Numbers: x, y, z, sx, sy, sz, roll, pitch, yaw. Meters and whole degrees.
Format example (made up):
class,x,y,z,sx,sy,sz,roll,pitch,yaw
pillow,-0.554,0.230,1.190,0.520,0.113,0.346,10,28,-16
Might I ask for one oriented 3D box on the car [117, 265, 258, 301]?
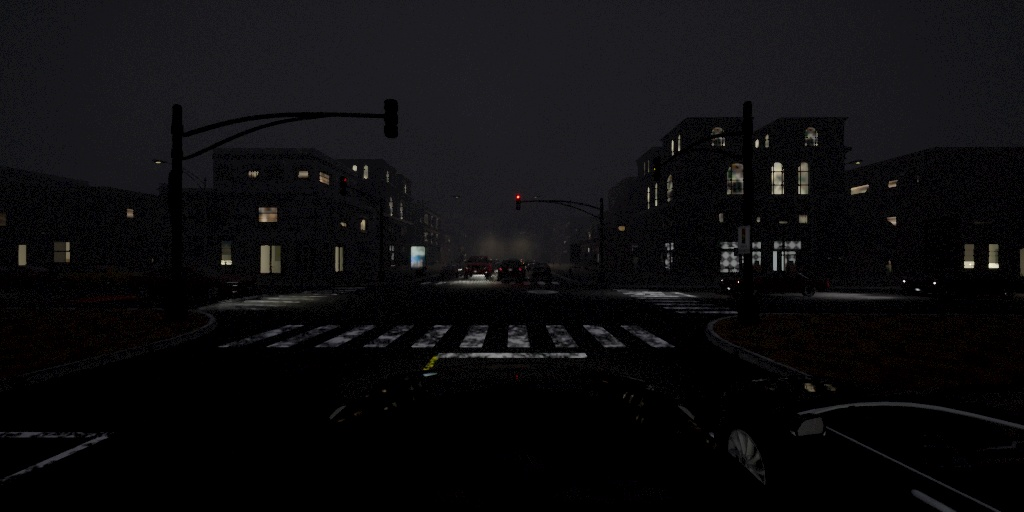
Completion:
class,x,y,z,sx,sy,sz,roll,pitch,yaw
car,-14.438,1.163,16.398,5.008,1.535,1.882,0,0,1

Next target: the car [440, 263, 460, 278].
class,x,y,z,sx,sy,sz,roll,pitch,yaw
car,-5.690,1.336,33.974,1.802,1.307,4.207,0,0,0

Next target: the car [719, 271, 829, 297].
class,x,y,z,sx,sy,sz,roll,pitch,yaw
car,13.801,1.433,19.158,4.718,1.301,1.895,0,0,1

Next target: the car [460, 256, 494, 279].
class,x,y,z,sx,sy,sz,roll,pitch,yaw
car,-3.112,0.976,33.511,2.150,2.045,5.566,0,0,1

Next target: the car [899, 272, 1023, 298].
class,x,y,z,sx,sy,sz,roll,pitch,yaw
car,23.750,1.482,19.011,4.718,1.301,1.895,0,0,1

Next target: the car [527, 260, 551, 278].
class,x,y,z,sx,sy,sz,roll,pitch,yaw
car,2.691,1.320,33.961,1.948,1.339,4.313,0,0,0

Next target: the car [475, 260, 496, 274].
class,x,y,z,sx,sy,sz,roll,pitch,yaw
car,-3.095,1.247,43.438,2.128,1.511,4.902,0,0,1

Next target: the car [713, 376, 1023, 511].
class,x,y,z,sx,sy,sz,roll,pitch,yaw
car,2.691,1.300,1.571,2.007,1.370,4.403,0,0,0

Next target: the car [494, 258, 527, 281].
class,x,y,z,sx,sy,sz,roll,pitch,yaw
car,-0.004,1.105,30.278,2.097,1.767,4.553,0,0,3

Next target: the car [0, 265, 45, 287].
class,x,y,z,sx,sy,sz,roll,pitch,yaw
car,-30.820,1.228,22.439,4.207,1.307,1.802,0,0,1

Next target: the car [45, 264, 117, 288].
class,x,y,z,sx,sy,sz,roll,pitch,yaw
car,-25.454,1.195,22.356,4.829,1.417,1.751,0,0,1
